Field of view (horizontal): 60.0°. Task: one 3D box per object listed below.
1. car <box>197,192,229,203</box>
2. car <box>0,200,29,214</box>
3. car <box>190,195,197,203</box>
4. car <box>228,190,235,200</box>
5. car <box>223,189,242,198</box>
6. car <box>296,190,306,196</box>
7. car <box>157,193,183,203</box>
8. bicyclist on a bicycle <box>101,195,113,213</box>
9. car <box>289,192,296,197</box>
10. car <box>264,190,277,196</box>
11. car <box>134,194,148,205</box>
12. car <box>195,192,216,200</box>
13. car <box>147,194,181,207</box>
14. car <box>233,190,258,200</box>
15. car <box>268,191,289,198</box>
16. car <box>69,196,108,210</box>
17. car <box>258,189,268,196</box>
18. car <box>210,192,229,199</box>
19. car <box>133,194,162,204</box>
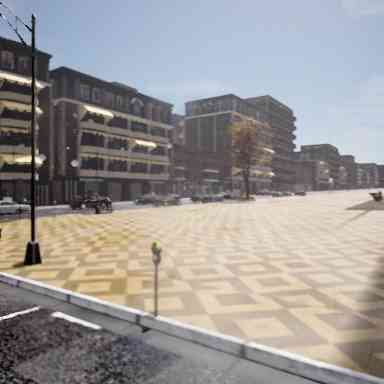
[{"bbox_3d":[3.251,0.995,50.811,2.008,1.369,4.403,1,2,35],"label":"car"},{"bbox_3d":[-17.755,1.470,30.657,1.895,1.301,4.718,0,1,35],"label":"car"},{"bbox_3d":[1.792,0.963,53.357,2.033,1.411,5.357,0,1,35],"label":"car"},{"bbox_3d":[7.648,0.802,61.911,2.033,1.411,5.357,0,1,35],"label":"car"},{"bbox_3d":[9.040,0.385,73.892,2.192,1.841,5.009,1,2,35],"label":"car"},{"bbox_3d":[28.606,0.201,87.441,1.967,1.590,4.097,1,2,35],"label":"car"},{"bbox_3d":[-3.640,0.964,55.580,2.008,1.369,4.403,1,2,35],"label":"car"},{"bbox_3d":[-7.653,1.122,29.895,1.656,1.620,0.582,0,1,35],"label":"bicyclist on a bicycle"},{"bbox_3d":[22.266,0.481,78.285,2.008,1.369,4.403,1,2,35],"label":"car"},{"bbox_3d":[21.715,0.274,92.214,1.887,1.381,4.507,1,2,35],"label":"car"},{"bbox_3d":[-6.163,1.042,47.381,2.128,1.511,4.902,0,1,35],"label":"car"},{"bbox_3d":[2.699,0.807,64.739,1.947,1.339,4.313,1,2,35],"label":"car"},{"bbox_3d":[-3.088,1.169,41.652,2.008,1.369,4.403,1,2,35],"label":"car"},{"bbox_3d":[9.687,0.795,60.109,1.752,1.417,4.829,1,2,35],"label":"car"},{"bbox_3d":[19.098,0.566,73.707,2.008,1.369,4.403,1,2,35],"label":"car"},{"bbox_3d":[-12.029,1.216,38.925,1.837,1.490,4.892,0,1,35],"label":"car"},{"bbox_3d":[18.547,0.129,87.628,2.192,1.841,5.009,1,2,35],"label":"car"},{"bbox_3d":[5.772,0.683,69.177,1.752,1.417,4.829,1,2,35],"label":"car"},{"bbox_3d":[-6.809,1.066,51.002,1.947,1.339,4.313,1,2,35],"label":"car"}]
